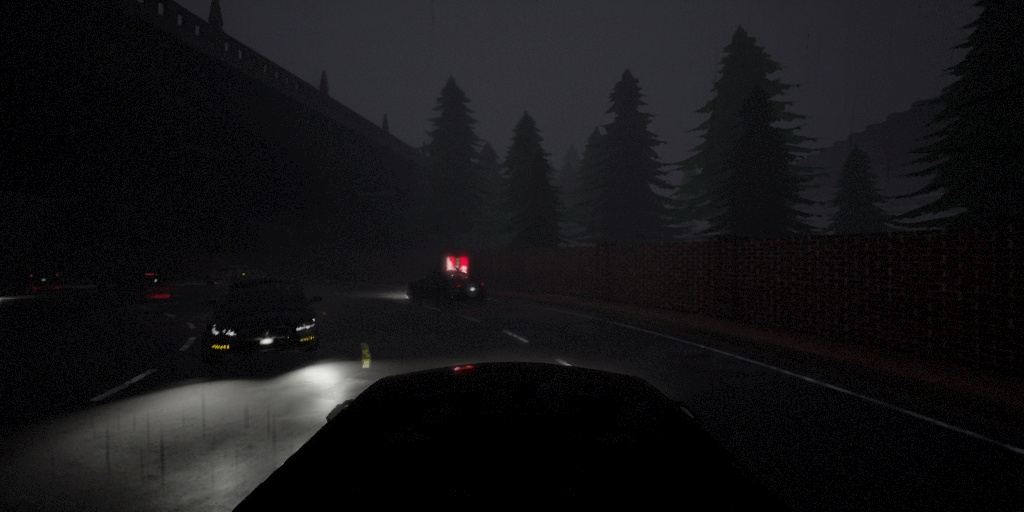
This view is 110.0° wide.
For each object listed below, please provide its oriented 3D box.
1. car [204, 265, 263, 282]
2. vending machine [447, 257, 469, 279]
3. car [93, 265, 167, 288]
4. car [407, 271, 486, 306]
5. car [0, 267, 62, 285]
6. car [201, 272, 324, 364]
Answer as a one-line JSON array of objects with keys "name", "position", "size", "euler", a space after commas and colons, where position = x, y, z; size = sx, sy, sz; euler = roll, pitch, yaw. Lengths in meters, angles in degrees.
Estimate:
[{"name": "car", "position": [-20.440, 1.399, 26.477], "size": [4.674, 1.442, 1.812], "euler": [0, 0, 20]}, {"name": "vending machine", "position": [-3.294, 1.029, 21.829], "size": [0.880, 2.100, 1.100], "euler": [0, 0, 37]}, {"name": "car", "position": [-26.057, 1.378, 24.518], "size": [4.892, 1.490, 1.837], "euler": [0, 0, 15]}, {"name": "car", "position": [-3.088, 1.376, 16.483], "size": [1.994, 1.385, 4.181], "euler": [0, 0, -45]}, {"name": "car", "position": [-37.174, 1.498, 27.321], "size": [4.718, 1.301, 1.895], "euler": [0, 0, 13]}, {"name": "car", "position": [-5.767, 1.289, 8.431], "size": [1.837, 1.490, 4.892], "euler": [2, -1, -35]}]
